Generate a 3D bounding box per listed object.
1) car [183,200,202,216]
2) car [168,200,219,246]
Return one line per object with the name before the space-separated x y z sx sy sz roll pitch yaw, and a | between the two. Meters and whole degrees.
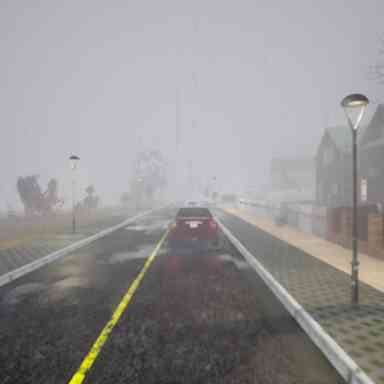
car | 0.053 1.571 34.117 1.812 1.442 4.674 0 0 0
car | 0.073 1.369 15.486 2.097 1.767 4.553 0 0 0
